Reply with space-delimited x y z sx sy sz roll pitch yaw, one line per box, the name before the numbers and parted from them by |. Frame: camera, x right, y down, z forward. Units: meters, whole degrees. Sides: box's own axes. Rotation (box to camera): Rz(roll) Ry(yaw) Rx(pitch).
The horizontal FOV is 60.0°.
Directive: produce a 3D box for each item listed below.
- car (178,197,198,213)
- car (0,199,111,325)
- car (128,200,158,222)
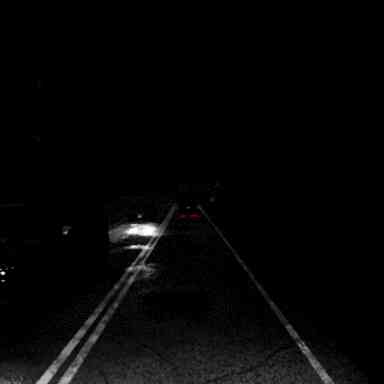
car | -0.396 1.278 34.591 2.128 1.511 4.902 0 1 -1
car | -3.549 1.216 7.527 2.150 2.045 5.566 0 0 4
car | -3.625 1.384 25.224 2.128 1.511 4.902 0 1 -1
